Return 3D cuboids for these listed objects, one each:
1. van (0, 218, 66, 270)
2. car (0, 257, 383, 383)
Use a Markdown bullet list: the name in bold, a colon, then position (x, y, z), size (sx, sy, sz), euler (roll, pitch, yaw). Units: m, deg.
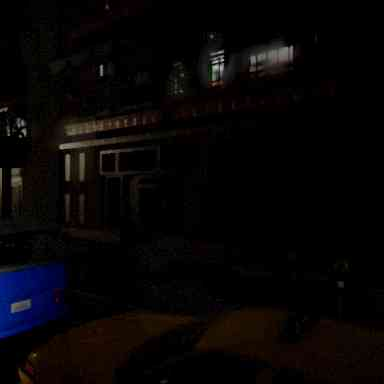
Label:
- **van**: position (-3.826, 1.303, 5.601), size (3.998, 1.788, 1.690), euler (0, 0, 35)
- **car**: position (0.531, 1.520, 2.493), size (4.829, 1.417, 1.752), euler (0, 0, 36)
